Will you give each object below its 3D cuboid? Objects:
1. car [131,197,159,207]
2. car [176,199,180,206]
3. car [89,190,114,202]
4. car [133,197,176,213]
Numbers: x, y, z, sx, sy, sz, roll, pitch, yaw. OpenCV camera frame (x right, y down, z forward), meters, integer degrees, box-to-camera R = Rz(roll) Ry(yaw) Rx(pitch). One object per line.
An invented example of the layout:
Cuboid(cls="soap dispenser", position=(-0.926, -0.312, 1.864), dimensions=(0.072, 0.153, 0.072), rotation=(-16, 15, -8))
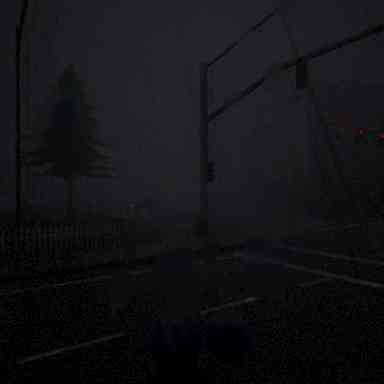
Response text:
Cuboid(cls="car", position=(-7.097, 1.434, 49.949), dimensions=(2.033, 1.411, 5.357), rotation=(0, 0, -34))
Cuboid(cls="car", position=(-3.902, 1.417, 51.472), dimensions=(2.033, 1.411, 5.357), rotation=(0, 0, -34))
Cuboid(cls="car", position=(-12.534, 0.762, 45.476), dimensions=(2.150, 2.045, 5.566), rotation=(0, 0, -34))
Cuboid(cls="car", position=(-3.986, 1.415, 32.663), dimensions=(2.128, 1.511, 4.902), rotation=(0, 0, -34))
